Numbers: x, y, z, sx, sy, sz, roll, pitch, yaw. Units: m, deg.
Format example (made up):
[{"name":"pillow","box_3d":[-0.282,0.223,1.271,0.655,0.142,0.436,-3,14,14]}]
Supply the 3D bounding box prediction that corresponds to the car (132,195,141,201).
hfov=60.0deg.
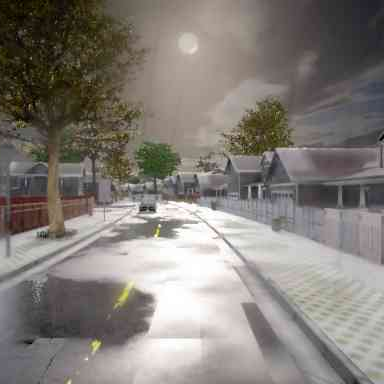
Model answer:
[{"name":"car","box_3d":[-14.312,1.537,85.766,2.128,1.511,4.902,0,0,-15]}]

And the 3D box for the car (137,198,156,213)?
[{"name":"car","box_3d":[-4.936,1.656,37.381,1.895,1.301,4.718,0,0,-7]}]
